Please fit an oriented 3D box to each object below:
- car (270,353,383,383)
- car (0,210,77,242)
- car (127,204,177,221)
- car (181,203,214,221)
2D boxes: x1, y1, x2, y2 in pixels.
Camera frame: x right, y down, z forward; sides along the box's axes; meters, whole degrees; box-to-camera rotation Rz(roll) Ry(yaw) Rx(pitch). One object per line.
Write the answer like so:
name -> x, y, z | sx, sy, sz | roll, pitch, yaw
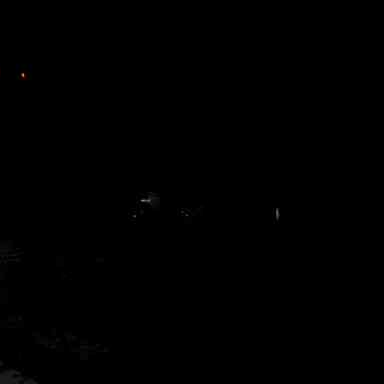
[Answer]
car -> 2.374, 1.545, 1.267 | 4.507, 1.381, 1.887 | 0, 1, 35
car -> -8.503, 1.608, 16.727 | 2.033, 1.411, 5.357 | 1, 0, 35
car -> -3.499, 1.727, 29.429 | 1.895, 1.301, 4.718 | 1, 0, 35
car -> 0.899, 1.725, 30.013 | 1.812, 1.442, 4.674 | 1, 0, 35
